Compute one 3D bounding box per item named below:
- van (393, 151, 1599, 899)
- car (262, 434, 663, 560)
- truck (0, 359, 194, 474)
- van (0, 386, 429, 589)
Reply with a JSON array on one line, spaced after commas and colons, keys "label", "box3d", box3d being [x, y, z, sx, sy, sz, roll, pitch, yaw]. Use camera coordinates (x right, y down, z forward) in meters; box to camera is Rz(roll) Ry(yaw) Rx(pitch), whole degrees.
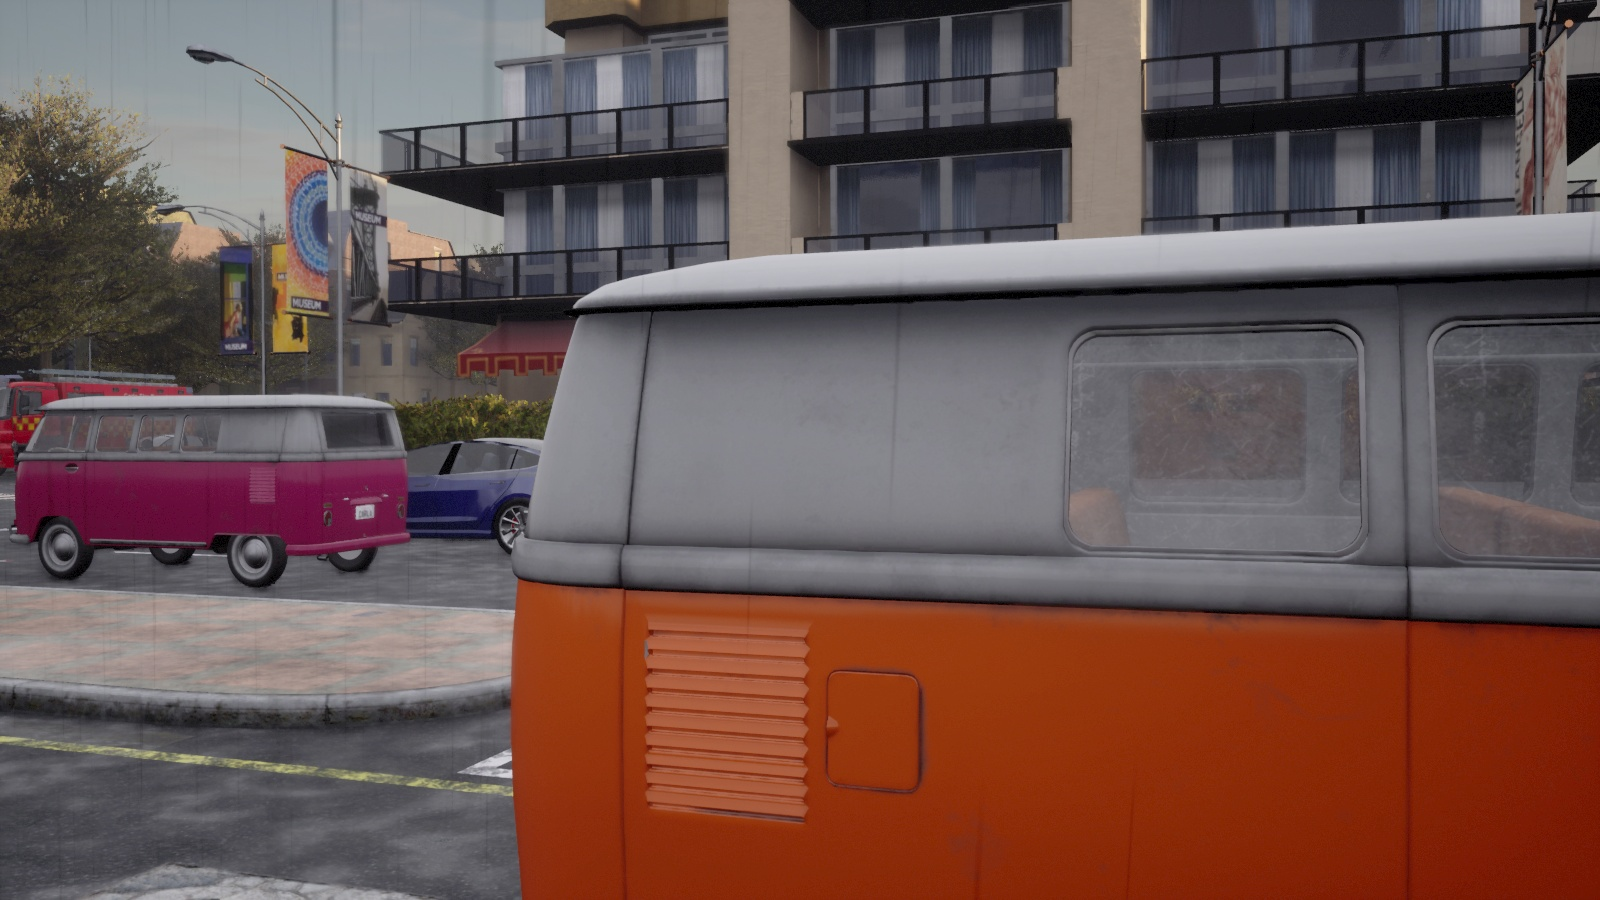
[{"label": "van", "box3d": [1.570, 0.543, 2.661, 4.442, 1.987, 1.775, 1, 1, 19]}, {"label": "car", "box3d": [-4.484, 0.540, 16.834, 4.792, 1.488, 2.163, 1, 1, 19]}, {"label": "truck", "box3d": [-26.770, -1.180, 46.298, 2.891, 3.827, 8.468, 1, 1, 18]}, {"label": "van", "box3d": [-6.511, 0.334, 13.820, 4.442, 1.987, 1.775, 1, 1, 19]}]
